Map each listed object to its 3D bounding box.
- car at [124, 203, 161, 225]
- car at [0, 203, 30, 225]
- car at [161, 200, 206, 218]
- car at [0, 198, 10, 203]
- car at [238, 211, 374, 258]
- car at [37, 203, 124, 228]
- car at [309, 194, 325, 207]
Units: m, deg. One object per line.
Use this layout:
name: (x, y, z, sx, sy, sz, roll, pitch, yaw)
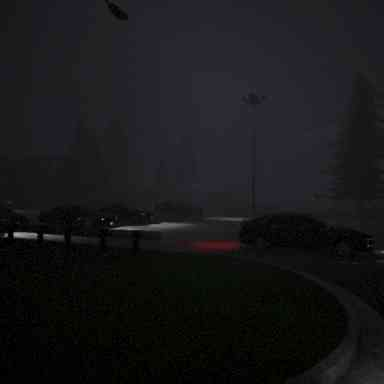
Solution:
car: (-4.951, 1.517, 24.157, 4.674, 1.442, 1.812, 0, 0, 22)
car: (-11.523, 1.522, 19.289, 4.181, 1.385, 1.994, 0, 0, 22)
car: (-1.156, 1.507, 30.165, 4.902, 1.511, 2.128, 0, 0, 22)
car: (-23.671, 1.265, 39.413, 4.553, 1.767, 2.097, 0, 0, 22)
car: (4.244, 1.534, 12.814, 4.892, 1.490, 1.837, 0, 0, 22)
car: (-7.373, 1.526, 21.368, 5.357, 1.411, 2.033, 0, 0, 22)
car: (20.882, 1.358, 55.655, 2.150, 2.045, 5.566, 1, 0, 16)
